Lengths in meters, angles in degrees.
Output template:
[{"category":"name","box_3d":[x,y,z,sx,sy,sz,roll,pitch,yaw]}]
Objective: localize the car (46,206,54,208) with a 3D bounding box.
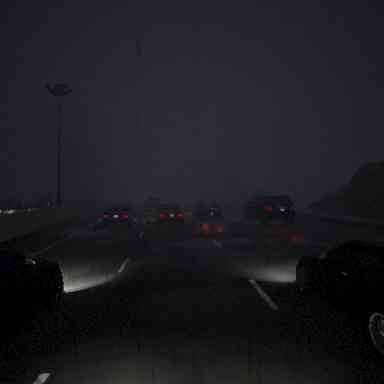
[{"category":"car","box_3d":[-21.140,1.415,47.604,2.097,1.767,4.553,0,0,-16]}]

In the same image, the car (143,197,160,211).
[{"category":"car","box_3d":[-4.909,1.388,41.382,2.097,1.767,4.553,0,0,-13]}]

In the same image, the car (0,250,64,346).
[{"category":"car","box_3d":[-3.604,1.573,5.238,1.994,1.385,4.181,0,0,-2]}]

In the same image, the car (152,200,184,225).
[{"category":"car","box_3d":[-1.664,1.566,24.081,2.033,1.411,5.357,0,0,-8]}]

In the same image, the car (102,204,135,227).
[{"category":"car","box_3d":[-5.090,1.571,23.269,2.033,1.411,5.357,0,0,-8]}]

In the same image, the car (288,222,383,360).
[{"category":"car","box_3d":[3.383,1.525,5.794,1.812,1.442,4.674,0,0,-2]}]

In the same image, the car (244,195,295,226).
[{"category":"car","box_3d":[5.405,1.230,23.817,2.150,2.045,5.566,0,0,-7]}]

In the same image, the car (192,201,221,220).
[{"category":"car","box_3d":[1.183,1.509,28.491,2.128,1.511,4.902,0,0,-9]}]
